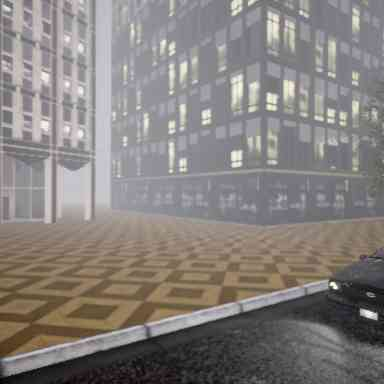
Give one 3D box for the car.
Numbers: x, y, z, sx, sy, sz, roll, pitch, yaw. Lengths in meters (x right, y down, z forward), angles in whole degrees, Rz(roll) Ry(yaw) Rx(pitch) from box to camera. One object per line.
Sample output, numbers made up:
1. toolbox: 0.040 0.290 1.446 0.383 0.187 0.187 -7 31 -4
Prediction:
1. car: 5.057 1.636 6.967 5.357 1.411 2.033 1 0 -35
